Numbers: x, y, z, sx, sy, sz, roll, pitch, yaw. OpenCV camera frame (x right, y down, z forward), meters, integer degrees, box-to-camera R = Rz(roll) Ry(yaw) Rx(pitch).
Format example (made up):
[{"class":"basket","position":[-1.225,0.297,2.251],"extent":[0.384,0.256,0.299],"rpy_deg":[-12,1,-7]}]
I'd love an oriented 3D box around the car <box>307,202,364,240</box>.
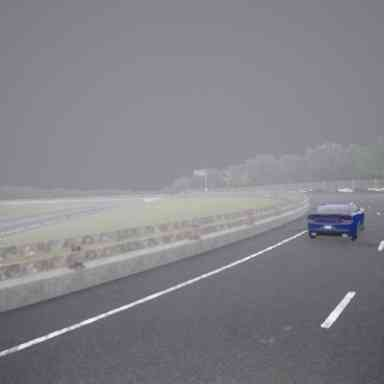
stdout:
[{"class":"car","position":[6.611,1.174,15.102],"extent":[1.882,1.535,5.008],"rpy_deg":[-2,0,31]}]

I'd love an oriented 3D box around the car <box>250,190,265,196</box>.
[{"class":"car","position":[18.896,0.454,93.536],"extent":[1.882,1.535,5.008],"rpy_deg":[-2,0,-15]}]

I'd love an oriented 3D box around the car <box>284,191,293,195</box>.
[{"class":"car","position":[24.110,0.352,85.337],"extent":[1.994,1.385,4.181],"rpy_deg":[-2,0,-10]}]

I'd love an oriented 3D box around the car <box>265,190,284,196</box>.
[{"class":"car","position":[20.804,0.487,83.819],"extent":[1.994,1.385,4.181],"rpy_deg":[-2,0,-10]}]
